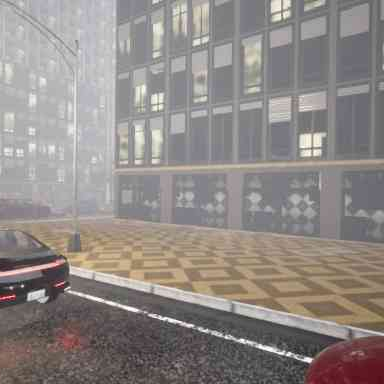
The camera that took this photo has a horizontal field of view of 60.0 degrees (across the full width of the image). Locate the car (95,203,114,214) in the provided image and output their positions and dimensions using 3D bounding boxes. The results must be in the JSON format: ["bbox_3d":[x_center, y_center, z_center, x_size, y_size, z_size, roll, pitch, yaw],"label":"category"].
[{"bbox_3d":[-8.751,1.828,39.672,1.752,1.417,4.829,1,0,36],"label":"car"}]

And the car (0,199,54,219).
[{"bbox_3d":[-15.532,1.518,30.448,2.192,1.841,5.009,1,0,36],"label":"car"}]

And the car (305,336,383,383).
[{"bbox_3d":[2.937,1.526,1.602,4.674,1.442,1.812,0,0,35],"label":"car"}]

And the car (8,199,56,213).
[{"bbox_3d":[-19.046,1.641,39.817,1.752,1.417,4.829,1,0,36],"label":"car"}]

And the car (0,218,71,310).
[{"bbox_3d":[-4.550,1.488,6.902,4.902,1.511,2.128,0,0,35],"label":"car"}]

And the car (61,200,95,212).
[{"bbox_3d":[-14.183,1.724,42.048,1.812,1.442,4.674,1,0,36],"label":"car"}]
